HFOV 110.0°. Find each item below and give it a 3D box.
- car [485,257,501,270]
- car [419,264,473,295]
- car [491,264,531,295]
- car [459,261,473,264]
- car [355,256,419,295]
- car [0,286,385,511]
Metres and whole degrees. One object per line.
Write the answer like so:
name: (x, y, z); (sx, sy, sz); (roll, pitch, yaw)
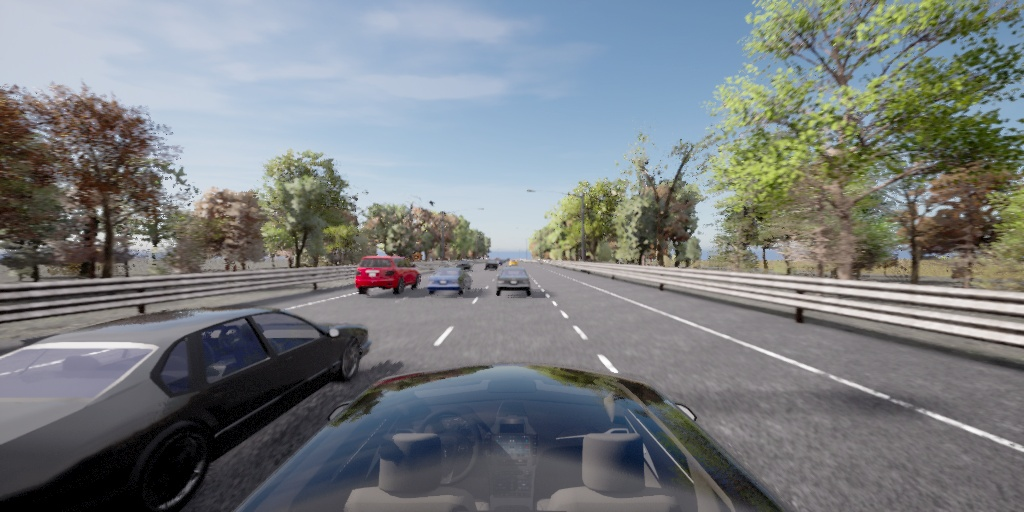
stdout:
car: (-3.230, 1.424, 58.064); (1.882, 1.535, 5.008); (0, 0, 0)
car: (-3.411, 1.352, 20.323); (2.033, 1.411, 5.357); (0, 0, 0)
car: (0.094, 1.343, 20.244); (2.033, 1.411, 5.357); (0, 0, 0)
car: (-6.762, 1.438, 52.090); (1.837, 1.490, 4.892); (0, 0, 0)
car: (-6.911, 1.037, 20.476); (2.150, 2.045, 5.566); (0, 0, 0)
car: (-3.487, 1.311, 4.125); (2.033, 1.411, 5.357); (0, 0, 0)
